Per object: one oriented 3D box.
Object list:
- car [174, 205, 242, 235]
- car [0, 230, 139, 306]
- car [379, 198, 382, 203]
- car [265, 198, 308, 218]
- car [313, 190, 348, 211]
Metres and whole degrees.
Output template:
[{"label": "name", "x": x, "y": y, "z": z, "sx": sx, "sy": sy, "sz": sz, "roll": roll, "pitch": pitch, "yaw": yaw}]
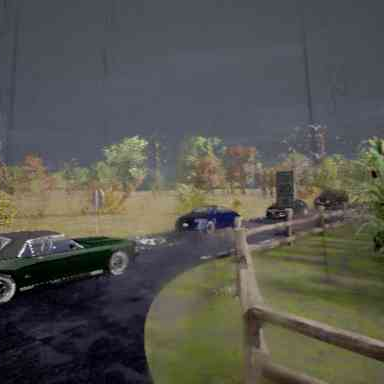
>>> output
[{"label": "car", "x": 0.944, "y": 1.428, "z": 18.143, "sx": 1.994, "sy": 1.385, "sz": 4.181, "roll": -1, "pitch": 0, "yaw": 40}, {"label": "car", "x": -3.586, "y": 1.585, "z": 8.107, "sx": 1.895, "sy": 1.301, "sz": 4.718, "roll": -1, "pitch": 0, "yaw": 40}, {"label": "car", "x": 23.229, "y": 0.884, "z": 40.250, "sx": 2.128, "sy": 1.511, "sz": 4.902, "roll": -1, "pitch": 1, "yaw": 40}, {"label": "car", "x": 7.457, "y": 1.229, "z": 25.947, "sx": 1.837, "sy": 1.490, "sz": 4.892, "roll": -1, "pitch": 0, "yaw": 40}, {"label": "car", "x": 14.341, "y": 0.790, "z": 34.191, "sx": 2.150, "sy": 2.045, "sz": 5.566, "roll": -1, "pitch": 0, "yaw": 40}]
